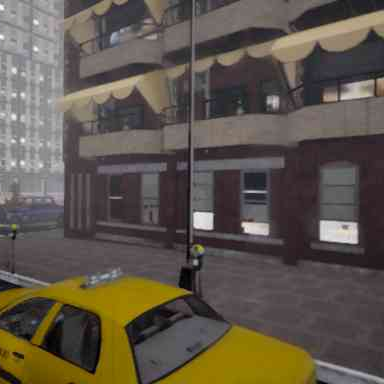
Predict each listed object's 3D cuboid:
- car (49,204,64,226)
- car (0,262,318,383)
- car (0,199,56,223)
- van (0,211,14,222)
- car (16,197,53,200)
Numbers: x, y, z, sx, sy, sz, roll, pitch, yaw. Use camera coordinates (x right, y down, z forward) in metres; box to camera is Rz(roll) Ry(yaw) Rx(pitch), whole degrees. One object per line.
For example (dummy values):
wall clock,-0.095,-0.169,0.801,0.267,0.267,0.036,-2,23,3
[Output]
car,-7.227,1.678,23.385,1.887,1.381,4.507,1,0,36
car,-1.156,1.523,3.686,4.829,1.417,1.752,0,1,36
car,-12.148,1.574,26.438,1.812,1.442,4.674,1,0,34
van,-5.578,1.336,6.840,3.998,1.788,1.690,0,1,36
car,-14.015,1.328,28.294,2.192,1.841,5.009,1,0,36
